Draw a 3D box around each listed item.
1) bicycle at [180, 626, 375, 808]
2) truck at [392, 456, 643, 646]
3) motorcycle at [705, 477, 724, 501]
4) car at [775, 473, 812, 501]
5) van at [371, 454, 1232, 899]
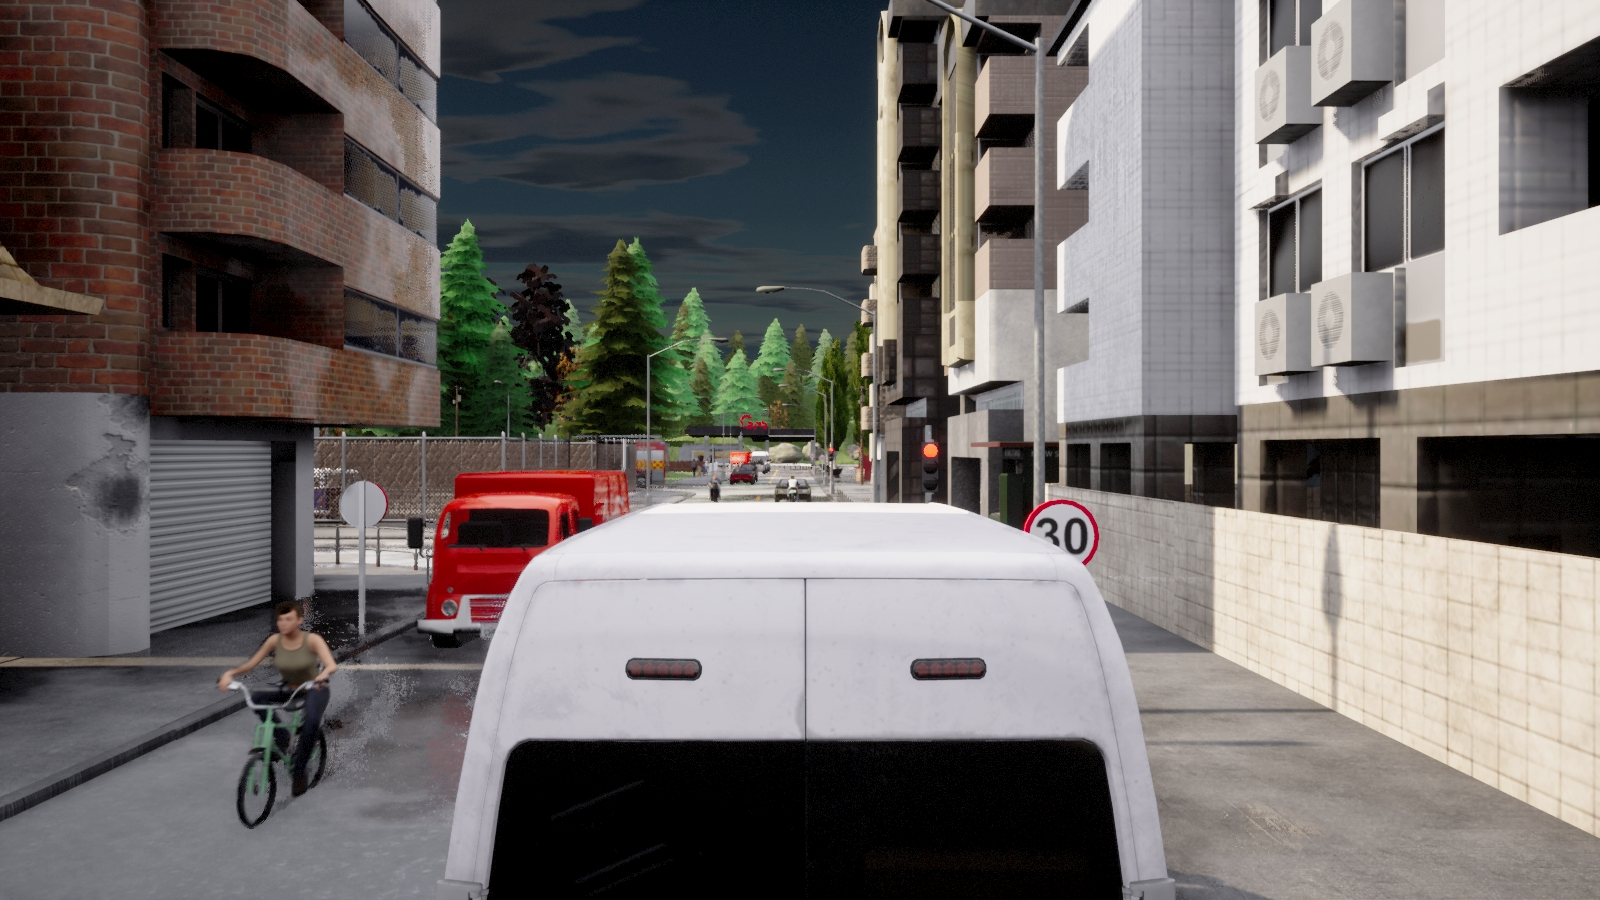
[{"bbox_3d":[-4.035,2.032,8.959,0.859,1.080,1.487,0,0,-1],"label":"bicycle"},{"bbox_3d":[-4.073,1.341,17.635,2.627,2.467,5.204,0,0,0],"label":"truck"},{"bbox_3d":[-4.377,1.970,58.493,0.803,1.145,2.033,0,0,0],"label":"motorcycle"},{"bbox_3d":[-0.339,1.912,60.159,1.895,1.301,4.718,0,0,0],"label":"car"},{"bbox_3d":[-0.009,1.312,5.597,1.988,2.561,5.915,0,0,0],"label":"van"}]
